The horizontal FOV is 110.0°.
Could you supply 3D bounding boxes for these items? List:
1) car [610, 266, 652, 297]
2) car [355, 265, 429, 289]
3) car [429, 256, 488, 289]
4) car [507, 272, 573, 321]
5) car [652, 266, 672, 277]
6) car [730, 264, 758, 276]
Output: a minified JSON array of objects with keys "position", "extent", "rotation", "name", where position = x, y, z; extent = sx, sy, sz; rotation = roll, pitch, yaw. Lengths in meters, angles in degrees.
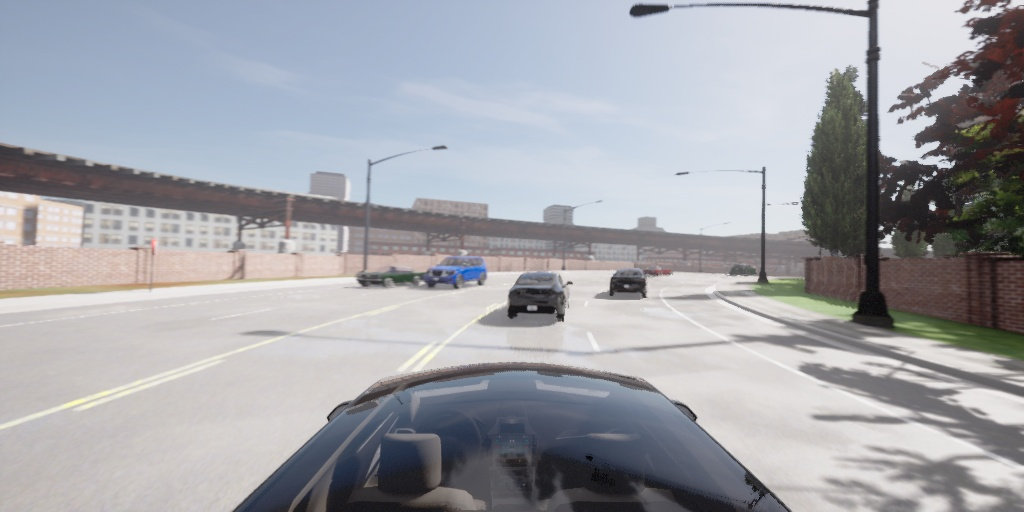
[{"position":[6.889,1.448,20.856],"extent":[1.882,1.535,5.008],"rotation":[0,-1,23],"name":"car"},{"position":[-7.493,1.259,22.465],"extent":[1.895,1.301,4.718],"rotation":[1,-1,18],"name":"car"},{"position":[-3.484,1.019,23.480],"extent":[2.150,2.045,5.566],"rotation":[1,0,20],"name":"car"},{"position":[1.095,1.319,13.050],"extent":[1.837,1.490,4.892],"rotation":[0,0,12],"name":"car"},{"position":[17.888,1.908,44.021],"extent":[4.718,1.301,1.895],"rotation":[1,-1,-42],"name":"car"},{"position":[33.457,1.978,51.694],"extent":[4.553,1.767,2.097],"rotation":[2,-1,-35],"name":"car"}]
